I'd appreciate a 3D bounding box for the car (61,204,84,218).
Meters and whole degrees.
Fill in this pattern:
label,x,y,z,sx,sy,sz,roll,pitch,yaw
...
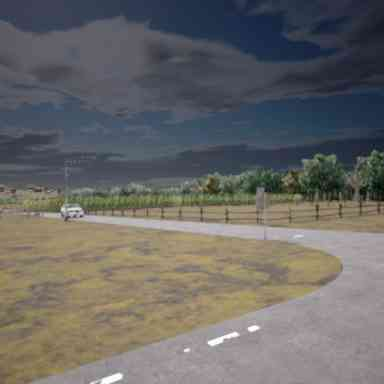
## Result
label,x,y,z,sx,sy,sz,roll,pitch,yaw
car,-18.165,2.837,50.317,2.150,2.045,5.566,0,-2,-35
